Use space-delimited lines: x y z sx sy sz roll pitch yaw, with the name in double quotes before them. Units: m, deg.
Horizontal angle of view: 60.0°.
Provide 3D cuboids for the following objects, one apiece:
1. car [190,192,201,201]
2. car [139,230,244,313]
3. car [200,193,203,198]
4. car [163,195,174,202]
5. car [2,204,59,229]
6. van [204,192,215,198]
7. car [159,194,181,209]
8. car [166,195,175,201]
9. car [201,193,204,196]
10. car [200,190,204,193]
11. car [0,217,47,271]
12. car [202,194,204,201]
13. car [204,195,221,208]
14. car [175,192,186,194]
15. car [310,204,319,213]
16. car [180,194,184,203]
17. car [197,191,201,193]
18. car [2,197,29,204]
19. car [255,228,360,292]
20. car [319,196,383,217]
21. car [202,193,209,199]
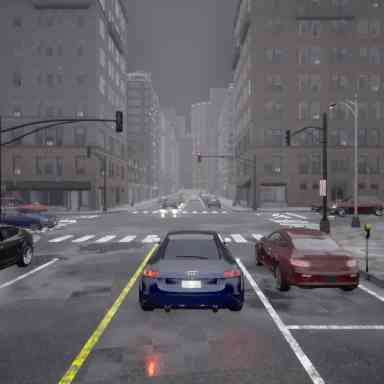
"car" 0.525 1.318 74.319 1.812 1.442 4.674 0 0 0
"car" 0.003 1.562 7.750 1.994 1.385 4.181 0 0 0
"car" 3.284 1.388 73.645 1.802 1.307 4.206 0 0 0
"car" -5.241 1.357 73.722 2.008 1.369 4.403 0 0 0
"car" -10.820 1.678 20.888 4.674 1.442 1.812 -1 0 6
"van" 3.087 1.249 51.431 1.690 1.788 3.998 0 0 0
"car" -2.832 1.437 43.856 1.837 1.490 4.892 0 0 2
"car" -5.193 1.348 79.274 1.802 1.307 4.206 0 0 0
"car" 3.236 1.424 68.089 1.802 1.307 4.206 0 0 0
"car" 3.734 0.937 86.058 2.150 2.045 5.566 0 0 0
"car" -5.765 1.564 8.674 1.947 1.339 4.313 0 0 0
"car" 3.136 1.436 56.983 1.887 1.381 4.507 0 0 0
"car" 3.040 1.507 45.880 1.802 1.307 4.206 0 0 0
"car" -2.612 1.354 64.150 2.128 1.511 4.902 0 0 1
"car" 13.662 1.355 31.168 4.718 1.301 1.895 -1 0 0
"car" -2.746 1.427 53.760 1.812 1.442 4.674 0 0 0
"car" 0.612 1.087 84.320 2.128 1.511 4.902 0 0 0
"car" -13.489 1.391 24.567 5.566 2.045 2.150 -1 0 0
"car" 2.760 1.580 8.671 1.802 1.307 4.206 0 0 0
"car" 13.553 1.124 27.918 4.553 1.767 2.097 -1 0 0
"car" 3.828 1.144 93.029 1.882 1.535 5.008 0 0 0
